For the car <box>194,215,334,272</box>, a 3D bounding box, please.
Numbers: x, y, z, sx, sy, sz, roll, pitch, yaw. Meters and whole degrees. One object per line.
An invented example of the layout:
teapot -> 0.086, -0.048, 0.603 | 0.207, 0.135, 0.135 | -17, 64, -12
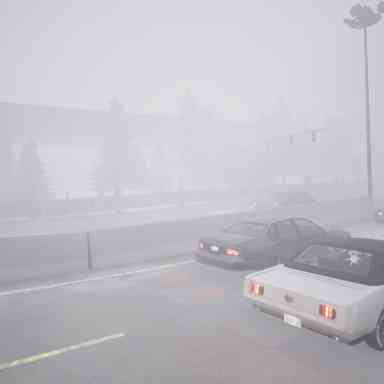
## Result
car -> 2.616, 1.400, 9.944 | 5.357, 1.411, 2.033 | -3, 1, -36

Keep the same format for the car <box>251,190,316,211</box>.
car -> 5.867, 0.723, 21.163 | 4.553, 1.767, 2.097 | -4, 3, -36

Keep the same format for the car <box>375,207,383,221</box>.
car -> 10.764, 0.867, 15.808 | 5.357, 1.411, 2.033 | -4, 2, -36

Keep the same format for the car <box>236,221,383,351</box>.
car -> 3.251, 1.506, 6.092 | 4.718, 1.301, 1.895 | -2, 1, -36
